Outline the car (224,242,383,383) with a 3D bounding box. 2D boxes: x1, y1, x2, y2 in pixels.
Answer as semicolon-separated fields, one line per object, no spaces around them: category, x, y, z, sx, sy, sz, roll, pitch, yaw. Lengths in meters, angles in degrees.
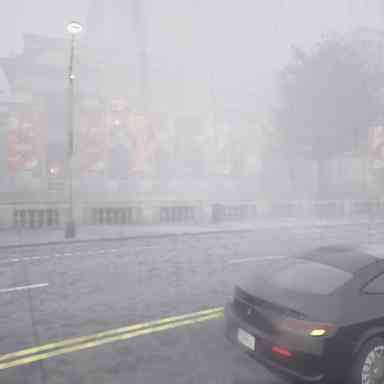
car;2.665;1.487;4.834;4.674;1.442;1.812;0;1;-27
